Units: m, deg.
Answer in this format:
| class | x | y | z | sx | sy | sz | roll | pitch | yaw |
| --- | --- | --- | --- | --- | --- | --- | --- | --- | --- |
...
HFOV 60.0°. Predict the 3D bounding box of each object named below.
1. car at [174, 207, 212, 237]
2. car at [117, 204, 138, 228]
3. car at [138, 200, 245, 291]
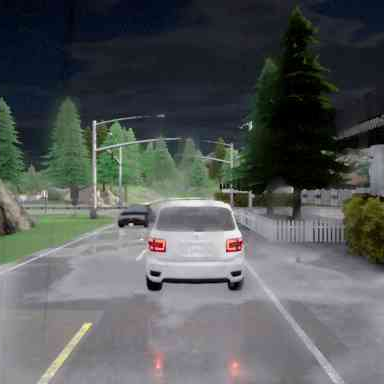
| class | x | y | z | sx | sy | sz | roll | pitch | yaw |
| --- | --- | --- | --- | --- | --- | --- | --- | --- | --- |
| car | 0.020 | 1.601 | 18.934 | 1.895 | 1.301 | 4.718 | 0 | 0 | 0 |
| car | -3.606 | 1.548 | 22.346 | 2.033 | 1.411 | 5.357 | 0 | 0 | 0 |
| car | 0.065 | 1.221 | 9.170 | 2.150 | 2.045 | 5.566 | 0 | 0 | 0 |
